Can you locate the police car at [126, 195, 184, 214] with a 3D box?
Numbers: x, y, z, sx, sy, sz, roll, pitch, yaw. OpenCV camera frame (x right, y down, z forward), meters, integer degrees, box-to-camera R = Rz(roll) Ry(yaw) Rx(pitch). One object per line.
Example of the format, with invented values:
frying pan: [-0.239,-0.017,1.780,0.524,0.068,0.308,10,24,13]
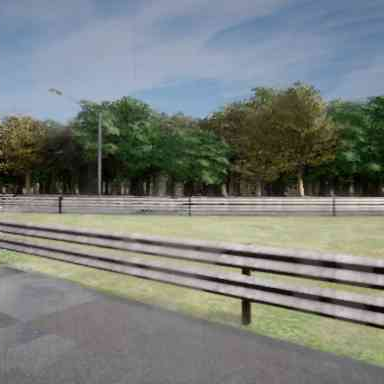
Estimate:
police car: [-3.196,1.082,29.087,4.974,1.542,2.038,0,-1,11]
